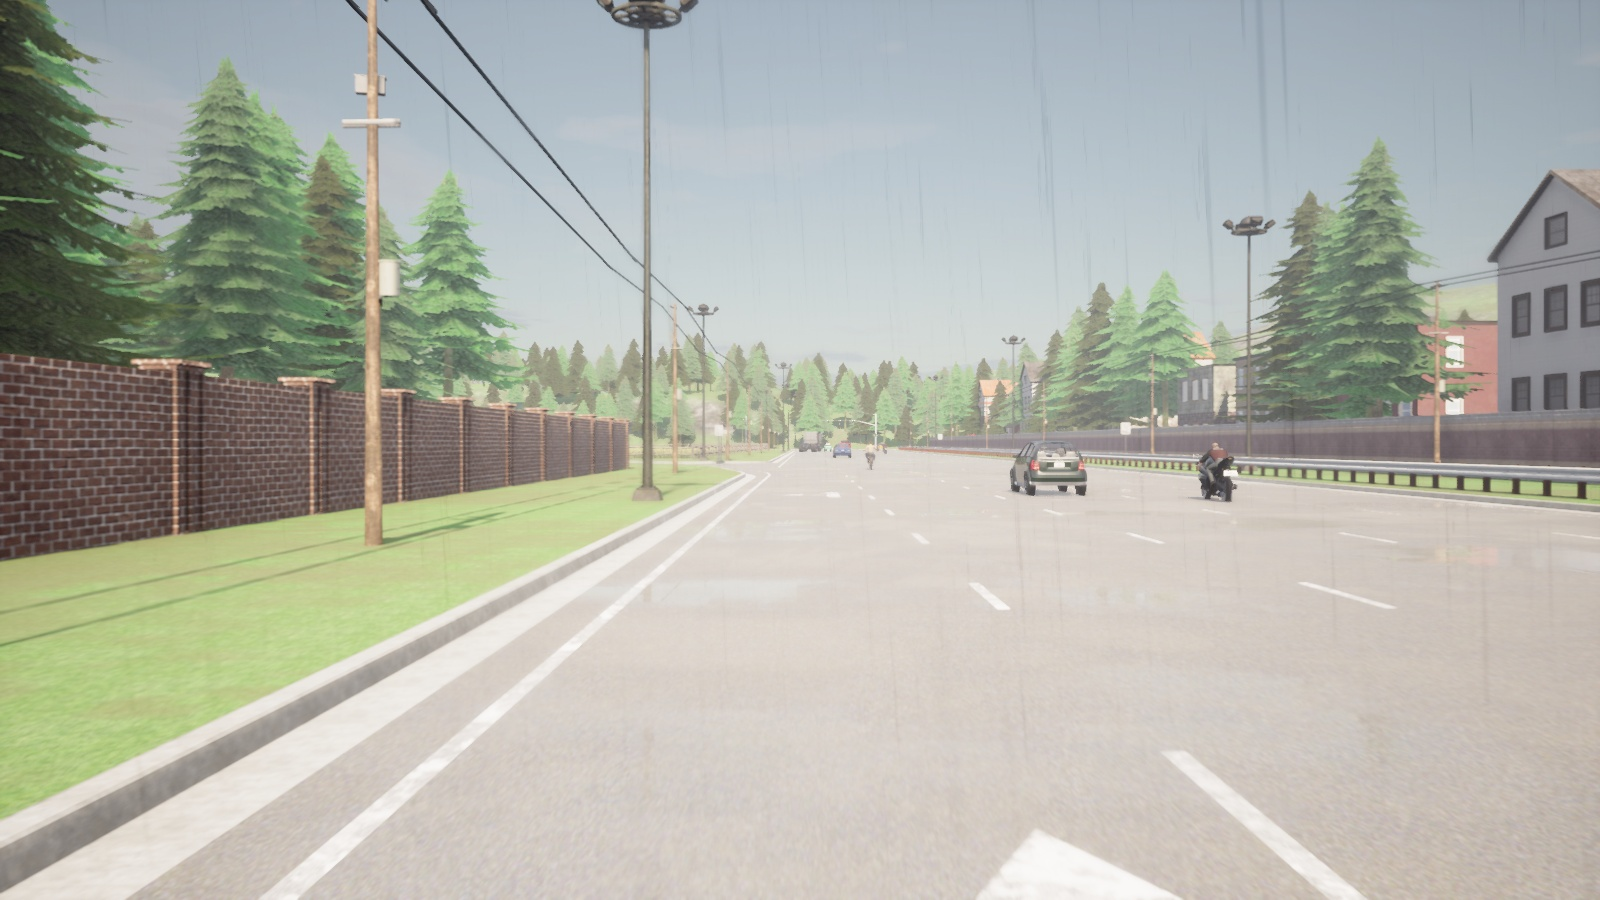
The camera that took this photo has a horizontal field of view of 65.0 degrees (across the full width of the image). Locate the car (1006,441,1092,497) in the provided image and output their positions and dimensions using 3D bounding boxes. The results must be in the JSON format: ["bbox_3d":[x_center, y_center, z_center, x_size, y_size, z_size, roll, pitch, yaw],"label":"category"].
[{"bbox_3d":[7.225,0.524,36.763,1.789,1.549,3.705,0,0,0],"label":"car"}]

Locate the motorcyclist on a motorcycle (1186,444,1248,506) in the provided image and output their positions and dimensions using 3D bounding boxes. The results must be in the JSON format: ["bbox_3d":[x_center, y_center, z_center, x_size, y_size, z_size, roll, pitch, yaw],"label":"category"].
[{"bbox_3d":[10.700,0.608,32.281,0.866,1.530,2.191,0,0,0],"label":"motorcyclist on a motorcycle"}]
